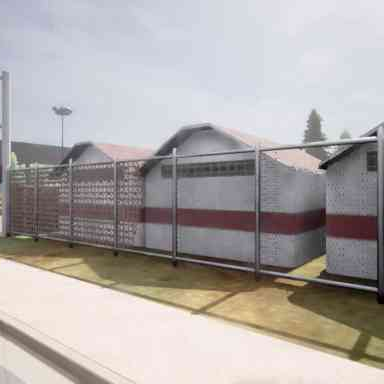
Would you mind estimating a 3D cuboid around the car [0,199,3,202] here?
[{"bbox_3d":[-22.704,1.525,39.835,1.812,1.442,4.674,0,0,37],"label":"car"}]
